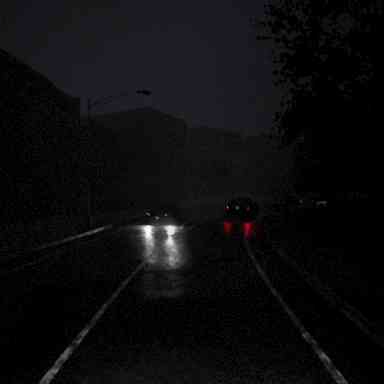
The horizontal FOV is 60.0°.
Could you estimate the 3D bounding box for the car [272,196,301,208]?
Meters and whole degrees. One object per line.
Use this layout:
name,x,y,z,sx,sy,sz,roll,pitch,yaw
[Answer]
car,11.789,1.235,41.410,2.033,1.411,5.357,-1,1,38

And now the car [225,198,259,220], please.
car,4.224,1.242,27.610,2.097,1.767,4.553,0,0,20

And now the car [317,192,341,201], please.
car,23.598,0.803,57.182,4.892,1.490,1.837,-2,0,-32

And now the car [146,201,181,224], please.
car,-2.006,1.447,24.304,1.837,1.490,4.892,-1,0,7
